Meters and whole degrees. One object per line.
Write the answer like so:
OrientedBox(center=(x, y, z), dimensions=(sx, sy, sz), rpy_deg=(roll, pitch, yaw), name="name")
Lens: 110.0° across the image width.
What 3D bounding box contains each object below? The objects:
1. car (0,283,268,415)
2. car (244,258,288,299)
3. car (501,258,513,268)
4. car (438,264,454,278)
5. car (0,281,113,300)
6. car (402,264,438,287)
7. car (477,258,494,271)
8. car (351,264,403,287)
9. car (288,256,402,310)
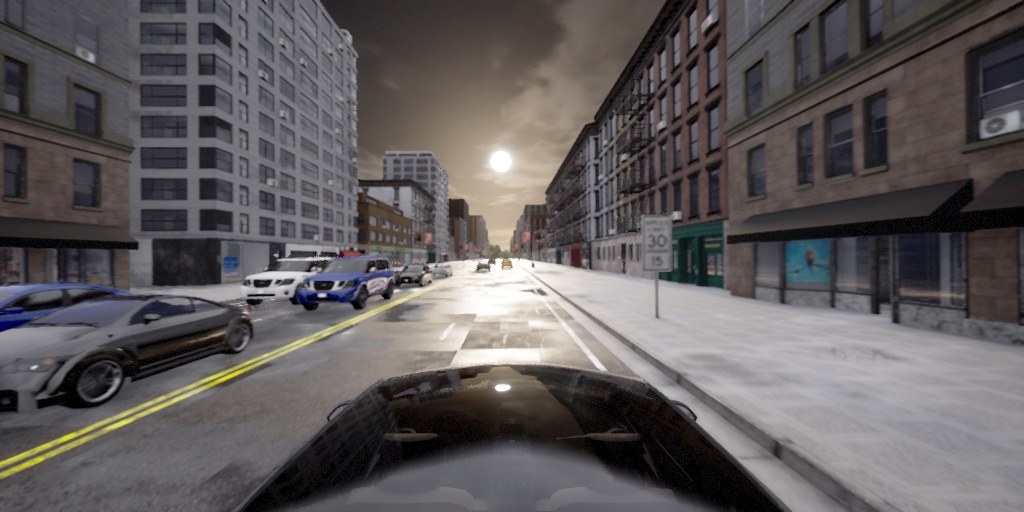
OrientedBox(center=(-6.630, 1.378, 6.134), dimensions=(1.994, 1.385, 4.181), rpy_deg=(-1, 0, -1), name="car")
OrientedBox(center=(-10.038, 1.071, 17.040), dimensions=(2.150, 2.045, 5.566), rpy_deg=(-1, 0, 0), name="car")
OrientedBox(center=(-0.877, 1.245, 62.143), dimensions=(1.882, 1.535, 5.008), rpy_deg=(-1, 0, -1), name="car")
OrientedBox(center=(-7.038, 1.425, 35.792), dimensions=(1.895, 1.301, 4.718), rpy_deg=(-1, 0, -1), name="car")
OrientedBox(center=(-9.903, 1.323, 7.097), dimensions=(1.882, 1.535, 5.008), rpy_deg=(-1, 0, -1), name="car")
OrientedBox(center=(-6.869, 1.327, 25.613), dimensions=(1.837, 1.490, 4.892), rpy_deg=(-1, 0, -1), name="car")
OrientedBox(center=(-3.957, 1.397, 51.405), dimensions=(1.895, 1.301, 4.718), rpy_deg=(-1, 0, -1), name="car")
OrientedBox(center=(-10.150, 1.400, 27.471), dimensions=(2.033, 1.411, 5.357), rpy_deg=(-1, 0, -1), name="car")
OrientedBox(center=(-6.774, 1.040, 15.474), dimensions=(2.150, 2.045, 5.566), rpy_deg=(-1, 0, -1), name="car")
